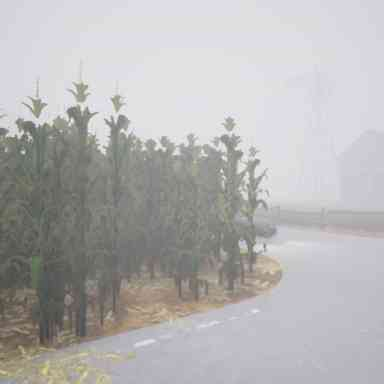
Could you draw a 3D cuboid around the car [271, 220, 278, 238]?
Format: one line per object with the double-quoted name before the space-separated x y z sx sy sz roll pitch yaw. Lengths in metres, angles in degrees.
"car" 2.152 1.497 16.747 1.837 1.490 4.892 0 0 -31
